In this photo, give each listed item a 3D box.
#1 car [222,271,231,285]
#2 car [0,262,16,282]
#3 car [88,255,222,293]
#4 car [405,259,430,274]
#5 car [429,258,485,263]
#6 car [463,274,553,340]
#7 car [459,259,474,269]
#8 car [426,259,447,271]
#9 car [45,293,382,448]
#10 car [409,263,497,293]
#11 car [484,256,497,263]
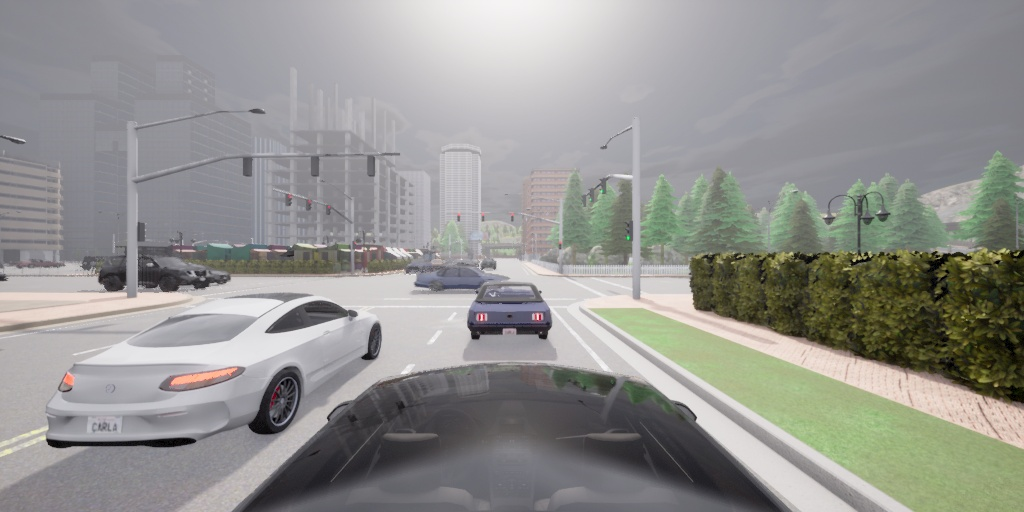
[{"bbox_3d":[-21.775,1.252,24.235,4.892,1.490,1.837,0,0,2],"label":"car"},{"bbox_3d":[-38.313,1.295,24.684,5.357,1.411,2.033,0,0,2],"label":"car"},{"bbox_3d":[-20.322,0.969,20.567,5.566,2.045,2.150,0,0,4],"label":"car"},{"bbox_3d":[-10.713,1.097,41.561,2.097,1.767,4.553,0,0,3],"label":"car"},{"bbox_3d":[-4.800,1.251,32.080,1.837,1.490,4.892,2,1,29],"label":"car"},{"bbox_3d":[-0.089,1.350,9.969,1.895,1.301,4.718,0,0,-1],"label":"car"},{"bbox_3d":[-7.052,1.248,56.011,1.837,1.490,4.892,0,0,0],"label":"car"},{"bbox_3d":[-10.566,1.222,50.524,1.882,1.535,5.008,0,0,0],"label":"car"},{"bbox_3d":[-3.505,1.275,5.362,1.812,1.442,4.674,0,0,-1],"label":"car"},{"bbox_3d":[-2.722,1.295,20.221,5.357,1.411,2.033,0,0,2],"label":"car"},{"bbox_3d":[-3.366,1.096,53.474,2.097,1.767,4.553,0,0,0],"label":"car"}]
